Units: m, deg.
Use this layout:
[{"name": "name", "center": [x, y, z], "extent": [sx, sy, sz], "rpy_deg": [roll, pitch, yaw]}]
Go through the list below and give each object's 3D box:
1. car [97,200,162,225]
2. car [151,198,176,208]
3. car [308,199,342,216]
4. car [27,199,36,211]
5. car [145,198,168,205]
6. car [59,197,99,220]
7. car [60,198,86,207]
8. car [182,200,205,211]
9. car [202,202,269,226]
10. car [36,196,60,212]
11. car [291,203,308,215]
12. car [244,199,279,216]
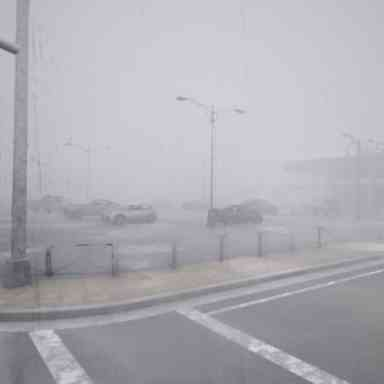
[{"name": "car", "center": [-4.510, 1.565, 24.072], "extent": [3.806, 1.475, 1.970], "rpy_deg": [1, -1, -36]}, {"name": "car", "center": [-5.037, 1.925, 55.359], "extent": [3.633, 1.501, 1.845], "rpy_deg": [1, -1, -36]}, {"name": "car", "center": [15.749, 1.799, 38.598], "extent": [3.866, 1.878, 1.905], "rpy_deg": [1, -1, -36]}, {"name": "car", "center": [-17.999, 1.414, 41.615], "extent": [4.605, 1.855, 1.932], "rpy_deg": [1, -1, -36]}, {"name": "car", "center": [-7.580, 2.061, 71.975], "extent": [4.514, 1.523, 2.007], "rpy_deg": [1, -1, -36]}, {"name": "car", "center": [-8.513, 1.480, 29.099], "extent": [5.027, 1.636, 2.152], "rpy_deg": [1, -1, -36]}, {"name": "car", "center": [-20.959, 1.816, 58.696], "extent": [3.806, 1.475, 1.970], "rpy_deg": [1, -1, -36]}, {"name": "car", "center": [0.754, 1.905, 47.216], "extent": [4.514, 1.523, 2.007], "rpy_deg": [1, -1, -36]}, {"name": "car", "center": [3.351, 1.741, 25.205], "extent": [4.514, 1.523, 2.007], "rpy_deg": [1, -1, -36]}, {"name": "car", "center": [-15.970, 1.401, 39.495], "extent": [3.866, 1.878, 1.905], "rpy_deg": [1, -1, -36]}, {"name": "car", "center": [14.304, 2.092, 41.653], "extent": [3.806, 1.475, 1.970], "rpy_deg": [1, -1, -36]}, {"name": "car", "center": [7.440, 1.696, 36.682], "extent": [4.605, 1.855, 1.932], "rpy_deg": [1, -1, -36]}]
